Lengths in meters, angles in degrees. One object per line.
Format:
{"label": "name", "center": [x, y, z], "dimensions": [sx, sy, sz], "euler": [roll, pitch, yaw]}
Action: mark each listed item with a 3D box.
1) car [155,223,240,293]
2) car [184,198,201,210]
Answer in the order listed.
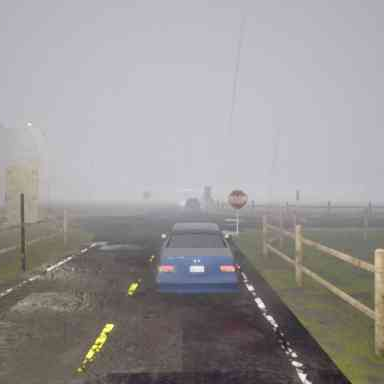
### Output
{"label": "car", "center": [0.096, 1.543, 8.977], "dimensions": [2.033, 1.411, 5.357], "euler": [0, 0, 0]}
{"label": "car", "center": [0.068, 1.467, 42.196], "dimensions": [1.882, 1.535, 5.008], "euler": [0, 0, 0]}
